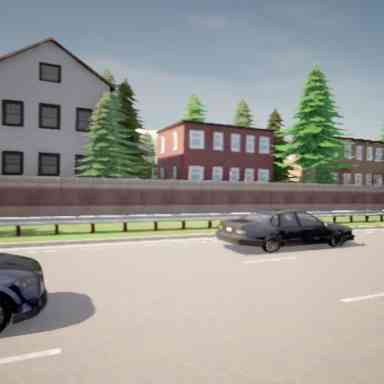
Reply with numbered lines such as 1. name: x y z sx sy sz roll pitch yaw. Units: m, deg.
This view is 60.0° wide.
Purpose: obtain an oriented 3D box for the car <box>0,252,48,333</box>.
1. car: -4.440 1.364 4.996 4.181 1.385 1.994 1 1 -24

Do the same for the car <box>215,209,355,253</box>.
1. car: 3.549 1.352 12.480 5.357 1.411 2.033 1 1 -24
